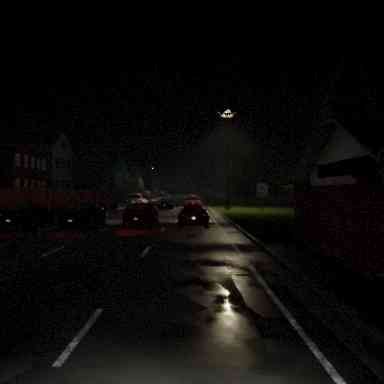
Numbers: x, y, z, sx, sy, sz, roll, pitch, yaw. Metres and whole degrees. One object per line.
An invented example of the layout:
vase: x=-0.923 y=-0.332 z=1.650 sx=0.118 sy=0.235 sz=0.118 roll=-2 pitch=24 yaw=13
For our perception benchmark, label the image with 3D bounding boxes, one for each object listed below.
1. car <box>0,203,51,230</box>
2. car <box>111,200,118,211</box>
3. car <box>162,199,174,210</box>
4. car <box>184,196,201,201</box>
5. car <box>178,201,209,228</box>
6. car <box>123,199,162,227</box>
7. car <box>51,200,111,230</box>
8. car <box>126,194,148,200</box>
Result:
car: x=-10.399 y=1.471 z=21.330 sx=1.882 sy=1.535 sz=5.008 roll=0 pitch=0 yaw=0
car: x=-10.399 y=1.588 z=40.861 sx=1.895 sy=1.301 sz=4.718 roll=0 pitch=0 yaw=0
car: x=-3.400 y=1.551 z=43.127 sx=1.994 sy=1.385 sz=4.181 roll=0 pitch=0 yaw=0
car: x=0.100 y=1.339 z=41.991 sx=2.097 sy=1.767 sz=4.553 roll=0 pitch=0 yaw=0
car: x=0.100 y=1.557 z=22.374 sx=1.994 sy=1.385 sz=4.181 roll=0 pitch=0 yaw=0
car: x=-3.399 y=1.471 z=22.614 sx=1.882 sy=1.535 sz=5.008 roll=0 pitch=0 yaw=0
car: x=-6.899 y=1.471 z=21.313 sx=1.882 sy=1.535 sz=5.008 roll=0 pitch=0 yaw=0
car: x=-6.898 y=1.209 z=41.737 sx=2.150 sy=2.045 sz=5.566 roll=0 pitch=0 yaw=0
